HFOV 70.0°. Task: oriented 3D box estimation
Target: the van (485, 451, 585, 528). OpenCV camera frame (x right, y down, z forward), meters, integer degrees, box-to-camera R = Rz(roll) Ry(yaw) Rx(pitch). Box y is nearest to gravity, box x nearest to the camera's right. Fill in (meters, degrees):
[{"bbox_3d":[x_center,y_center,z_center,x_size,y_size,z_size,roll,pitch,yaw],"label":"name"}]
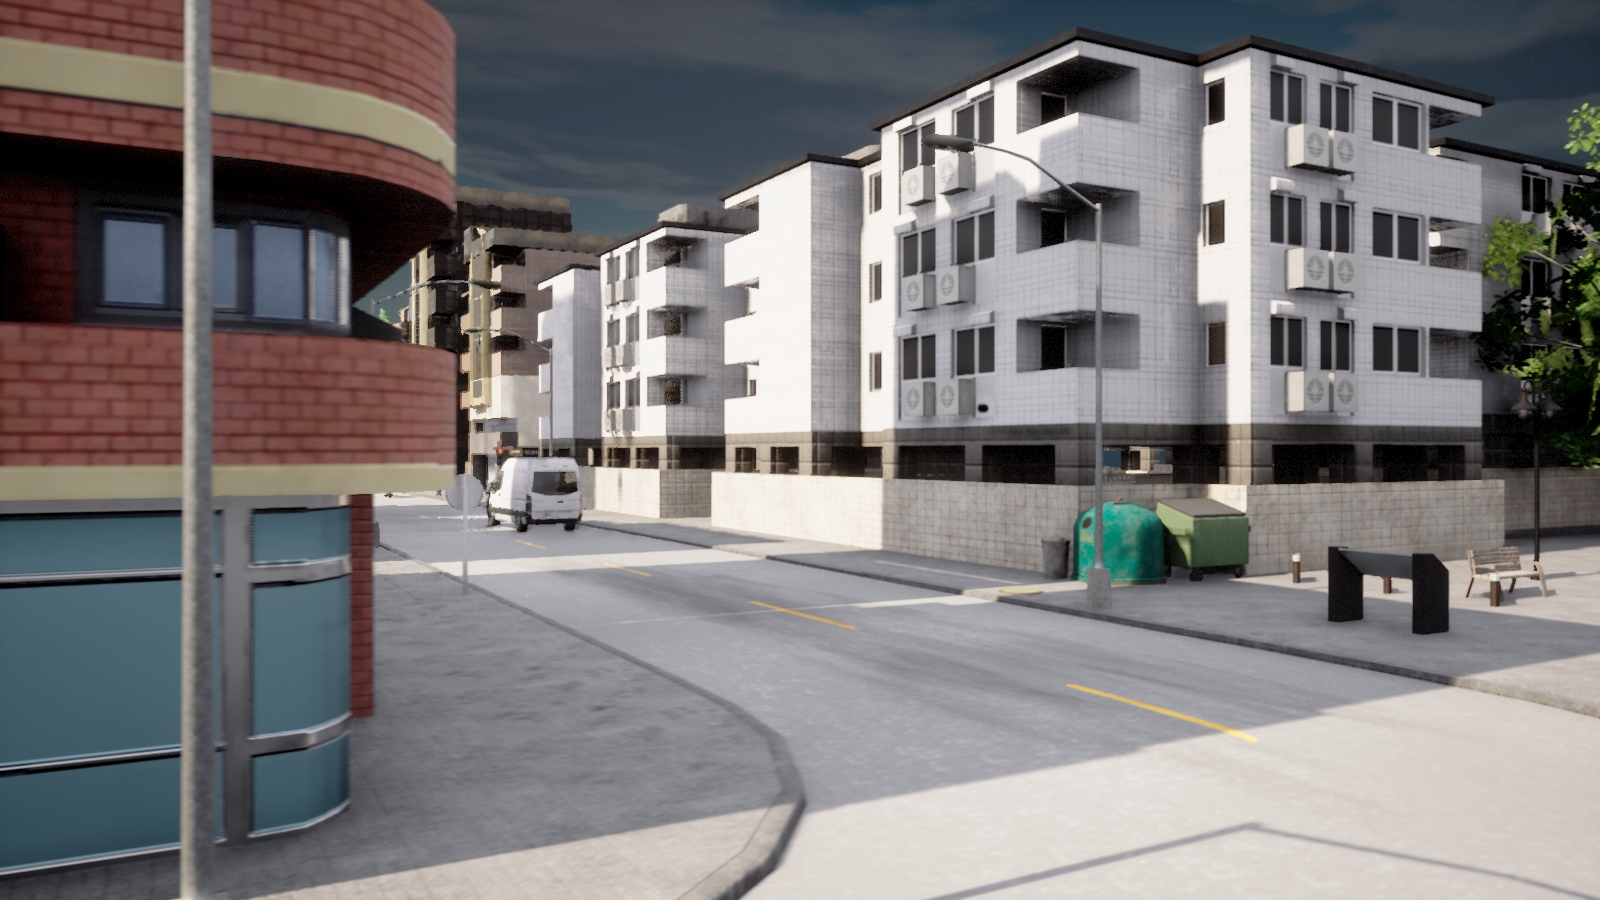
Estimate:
[{"bbox_3d":[-9.630,1.325,41.055,1.988,2.561,5.915,0,0,-29],"label":"van"}]
